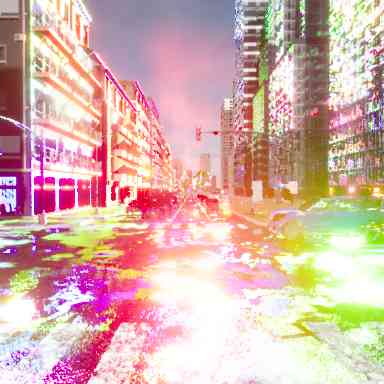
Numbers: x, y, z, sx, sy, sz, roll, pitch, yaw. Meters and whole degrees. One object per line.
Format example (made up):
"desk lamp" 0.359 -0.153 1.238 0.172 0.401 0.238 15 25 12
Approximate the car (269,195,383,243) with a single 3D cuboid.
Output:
"car" 6.431 1.167 15.550 5.566 2.045 2.150 0 1 11

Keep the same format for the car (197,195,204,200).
"car" 2.366 1.533 92.126 1.752 1.417 4.829 -1 0 0

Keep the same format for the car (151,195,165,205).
"car" -5.878 1.437 57.979 1.967 1.590 4.097 -1 0 0

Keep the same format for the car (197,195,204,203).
"car" 2.453 1.550 63.711 2.008 1.369 4.403 -1 0 0

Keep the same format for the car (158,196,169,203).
"car" -5.911 1.582 69.277 1.802 1.307 4.206 -1 0 0

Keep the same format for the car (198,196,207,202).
"car" 2.419 1.546 75.009 1.887 1.381 4.507 -1 0 0

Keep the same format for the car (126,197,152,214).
"car" -5.808 1.540 35.384 1.887 1.381 4.507 -1 0 0

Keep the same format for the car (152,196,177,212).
"car" -3.207 1.559 39.096 1.994 1.385 4.181 0 0 0

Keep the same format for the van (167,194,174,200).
"van" -5.983 1.348 91.872 1.690 1.788 3.998 -1 0 0

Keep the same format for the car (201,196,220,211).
"car" 2.522 1.540 41.115 1.887 1.381 4.507 -1 0 0

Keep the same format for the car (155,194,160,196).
"car" -5.863 1.311 52.331 2.192 1.841 5.009 -1 0 0

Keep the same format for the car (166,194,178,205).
"car" -3.240 1.488 51.917 2.128 1.511 4.902 0 0 0

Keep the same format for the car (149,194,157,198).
"car" -5.826 1.435 41.033 1.967 1.590 4.097 -1 0 0

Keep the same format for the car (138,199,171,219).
"car" -3.187 1.559 29.170 1.994 1.385 4.181 0 0 0

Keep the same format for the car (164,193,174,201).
"car" -5.966 1.320 86.224 2.192 1.841 5.009 -1 0 0
